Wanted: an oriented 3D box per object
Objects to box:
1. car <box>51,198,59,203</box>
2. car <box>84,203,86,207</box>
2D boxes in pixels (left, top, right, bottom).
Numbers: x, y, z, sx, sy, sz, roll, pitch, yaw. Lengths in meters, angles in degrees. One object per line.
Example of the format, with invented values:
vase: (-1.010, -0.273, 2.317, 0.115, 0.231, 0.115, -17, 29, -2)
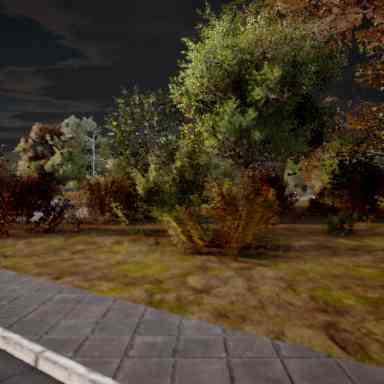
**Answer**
car: (-16.063, 1.482, 40.368, 2.097, 1.767, 4.553, 0, 0, 32)
car: (-14.048, 1.667, 50.116, 1.812, 1.442, 4.674, 0, 0, 32)
